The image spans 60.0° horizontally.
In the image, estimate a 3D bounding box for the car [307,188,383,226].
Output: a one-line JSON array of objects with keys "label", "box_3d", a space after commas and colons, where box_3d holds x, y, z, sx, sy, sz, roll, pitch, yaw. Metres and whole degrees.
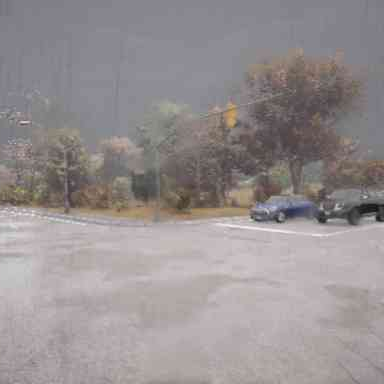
[{"label": "car", "box_3d": [9.508, 0.782, 19.729, 5.566, 2.045, 2.150, 0, 0, -38]}]

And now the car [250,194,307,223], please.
[{"label": "car", "box_3d": [5.787, 0.942, 21.291, 4.553, 1.767, 2.097, -1, 0, -37]}]

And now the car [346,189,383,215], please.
[{"label": "car", "box_3d": [16.025, 0.852, 29.286, 5.566, 2.045, 2.150, 1, -1, -38]}]
